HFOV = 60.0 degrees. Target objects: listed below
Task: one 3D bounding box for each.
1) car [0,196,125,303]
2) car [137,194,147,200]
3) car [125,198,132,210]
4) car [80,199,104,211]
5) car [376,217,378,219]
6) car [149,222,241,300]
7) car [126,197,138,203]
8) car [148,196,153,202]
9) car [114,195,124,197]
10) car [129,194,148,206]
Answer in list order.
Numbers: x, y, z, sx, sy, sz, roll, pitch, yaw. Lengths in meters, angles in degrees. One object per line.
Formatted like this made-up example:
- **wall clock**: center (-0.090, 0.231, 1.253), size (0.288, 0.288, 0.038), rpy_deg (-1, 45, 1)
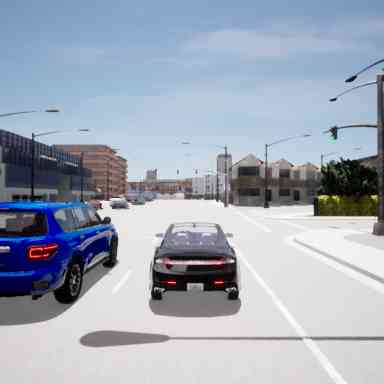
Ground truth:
- **car**: center (-3.439, 1.239, 8.379), size (2.150, 2.045, 5.566), rpy_deg (0, 0, 0)
- **car**: center (-14.071, 1.364, 93.893), size (1.837, 1.490, 4.892), rpy_deg (0, -1, 0)
- **car**: center (-10.630, 1.967, 49.509), size (1.994, 1.385, 4.181), rpy_deg (0, 0, 0)
- **car**: center (-14.137, 1.866, 47.380), size (1.882, 1.535, 5.008), rpy_deg (0, 0, 0)
- **car**: center (17.244, 1.686, 25.528), size (5.357, 1.411, 2.033), rpy_deg (0, -1, 0)
- **car**: center (0.062, 1.507, 8.422), size (2.128, 1.511, 4.902), rpy_deg (0, 0, 0)
- **car**: center (-14.059, 1.797, 78.412), size (1.895, 1.301, 4.718), rpy_deg (0, 0, 0)
- **car**: center (-10.561, 1.691, 80.241), size (1.837, 1.490, 4.892), rpy_deg (0, 0, 0)
- **car**: center (-14.088, 1.623, 62.916), size (2.150, 2.045, 5.566), rpy_deg (0, 1, 1)
- **car**: center (-10.576, 1.729, 65.411), size (2.097, 1.767, 4.553), rpy_deg (0, 1, 0)
